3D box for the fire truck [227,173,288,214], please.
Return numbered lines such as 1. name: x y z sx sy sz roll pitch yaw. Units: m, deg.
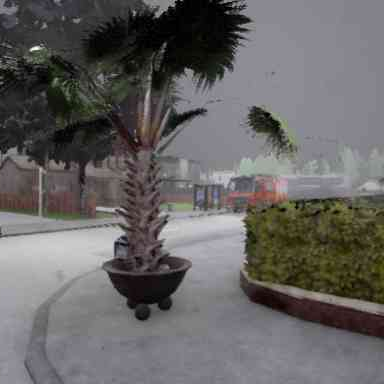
1. fire truck: 6.715 0.180 33.077 2.891 3.827 8.468 1 1 35
